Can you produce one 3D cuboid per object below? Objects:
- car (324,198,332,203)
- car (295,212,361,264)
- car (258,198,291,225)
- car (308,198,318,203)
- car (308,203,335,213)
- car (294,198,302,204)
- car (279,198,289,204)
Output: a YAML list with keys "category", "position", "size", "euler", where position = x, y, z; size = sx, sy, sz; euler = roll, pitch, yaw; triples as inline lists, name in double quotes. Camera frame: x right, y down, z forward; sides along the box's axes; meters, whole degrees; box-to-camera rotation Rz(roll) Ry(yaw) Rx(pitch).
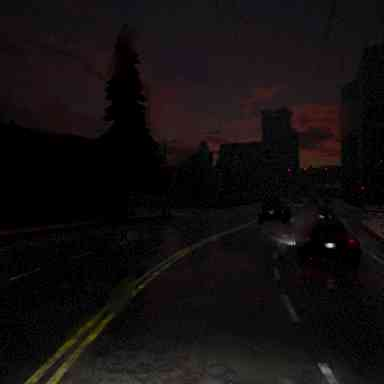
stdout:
- category: "car"
  position: [33.957, 2.302, 83.160]
  size: [1.882, 1.535, 5.008]
  euler: [0, -1, 22]
- category: "car"
  position: [4.983, 1.697, 12.555]
  size: [1.994, 1.385, 4.181]
  euler: [0, -1, 17]
- category: "car"
  position: [6.811, 1.623, 27.146]
  size: [2.097, 1.767, 4.553]
  euler: [0, -1, 22]
- category: "car"
  position: [30.709, 2.182, 84.465]
  size: [2.097, 1.767, 4.553]
  euler: [0, -1, 22]
- category: "car"
  position: [10.023, 1.817, 25.762]
  size: [2.033, 1.411, 5.357]
  euler: [0, -1, 22]
- category: "car"
  position: [26.976, 2.390, 84.583]
  size: [2.128, 1.511, 4.902]
  euler: [0, -1, 22]
- category: "car"
  position: [23.737, 2.345, 85.909]
  size: [1.882, 1.535, 5.008]
  euler: [0, -1, 22]
